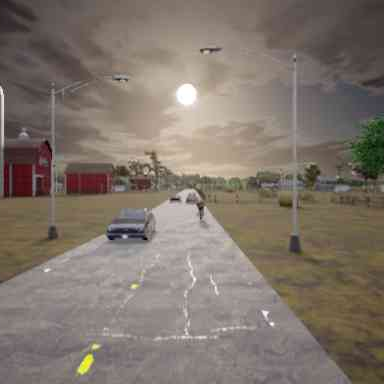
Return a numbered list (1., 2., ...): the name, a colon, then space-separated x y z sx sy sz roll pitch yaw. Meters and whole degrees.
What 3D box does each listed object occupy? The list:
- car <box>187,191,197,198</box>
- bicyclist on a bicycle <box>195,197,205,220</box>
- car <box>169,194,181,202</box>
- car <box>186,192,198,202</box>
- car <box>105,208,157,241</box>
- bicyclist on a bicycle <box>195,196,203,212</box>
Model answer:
1. car: -0.007 0.600 74.490 2.033 1.411 5.357 0 1 0
2. bicyclist on a bicycle: 0.753 1.391 25.645 0.582 1.620 1.656 0 0 0
3. car: -2.808 1.067 56.861 1.895 1.301 4.718 0 1 1
4. car: 0.041 1.033 56.748 1.994 1.385 4.181 0 1 0
5. car: -2.853 1.520 16.813 2.033 1.411 5.357 0 0 0
6. bicyclist on a bicycle: 0.743 1.290 35.032 0.866 1.612 1.509 0 0 0
